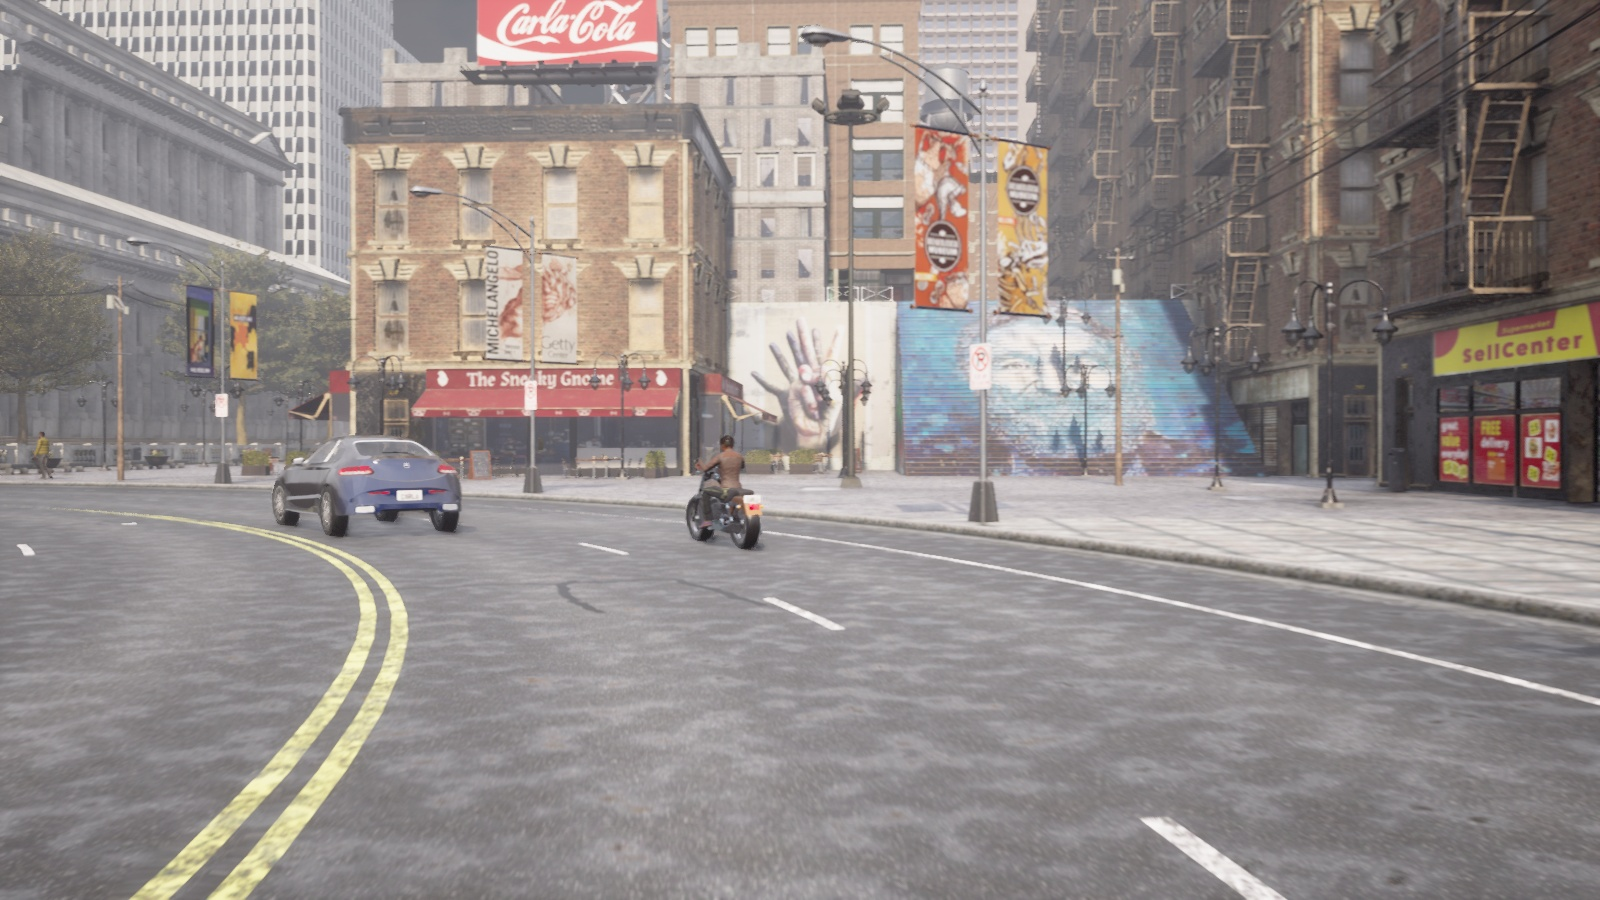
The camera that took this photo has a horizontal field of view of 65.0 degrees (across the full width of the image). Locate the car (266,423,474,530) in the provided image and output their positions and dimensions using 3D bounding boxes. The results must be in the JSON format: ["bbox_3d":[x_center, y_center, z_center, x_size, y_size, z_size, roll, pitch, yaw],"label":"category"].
[{"bbox_3d":[-7.682,0.400,22.092,2.152,1.651,5.027,0,0,-35],"label":"car"}]

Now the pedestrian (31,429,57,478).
[{"bbox_3d":[-28.504,0.135,47.350,0.709,1.840,0.431,0,0,10],"label":"pedestrian"}]

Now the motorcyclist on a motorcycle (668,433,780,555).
[{"bbox_3d":[-1.147,0.594,18.266,0.766,1.649,2.350,0,0,-26],"label":"motorcyclist on a motorcycle"}]
